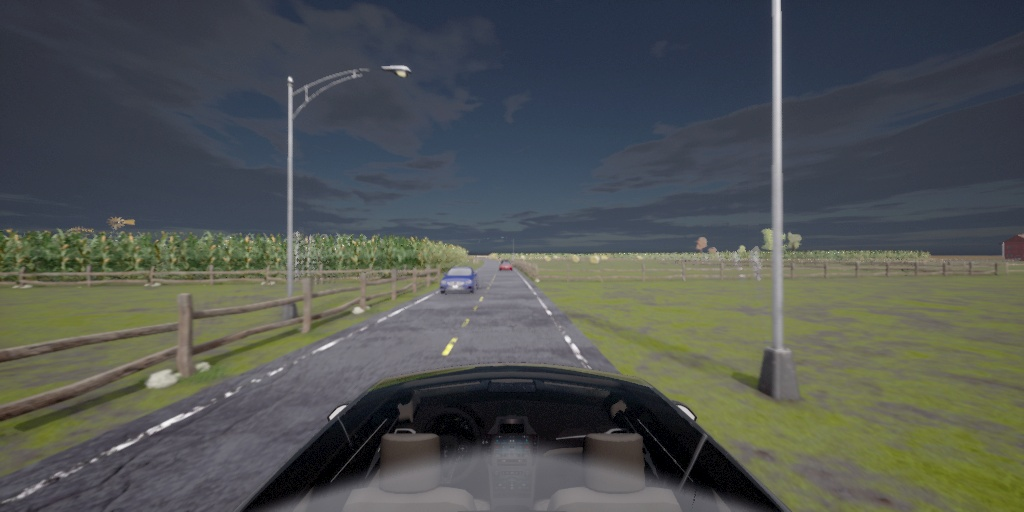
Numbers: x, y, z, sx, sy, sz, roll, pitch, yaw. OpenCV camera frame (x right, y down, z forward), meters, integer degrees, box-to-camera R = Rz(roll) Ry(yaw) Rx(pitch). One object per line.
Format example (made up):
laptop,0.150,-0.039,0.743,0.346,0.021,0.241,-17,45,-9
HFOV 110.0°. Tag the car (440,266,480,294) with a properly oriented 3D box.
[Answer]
car,-2.926,1.340,20.808,1.812,1.442,4.674,0,0,0

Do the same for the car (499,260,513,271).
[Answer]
car,-0.871,1.465,52.898,1.994,1.385,4.181,0,0,-2
